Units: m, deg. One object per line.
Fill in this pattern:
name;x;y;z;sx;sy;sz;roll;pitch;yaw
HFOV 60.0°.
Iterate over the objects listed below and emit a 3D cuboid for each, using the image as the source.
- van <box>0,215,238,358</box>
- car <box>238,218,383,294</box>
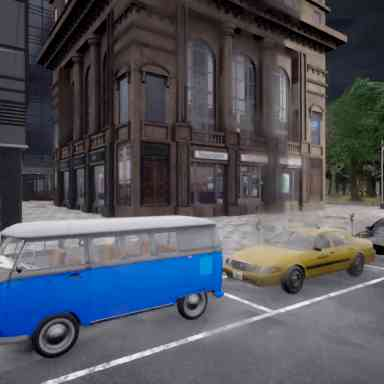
van;-1.317;1.341;5.710;3.998;1.788;1.690;0;0;-35
car;2.975;1.526;8.765;4.829;1.417;1.752;0;0;-35
